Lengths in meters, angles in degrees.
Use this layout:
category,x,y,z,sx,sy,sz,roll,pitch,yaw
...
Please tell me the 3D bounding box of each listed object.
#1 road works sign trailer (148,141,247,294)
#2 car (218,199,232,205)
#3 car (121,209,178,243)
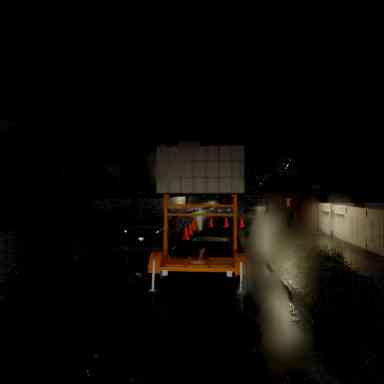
category,x,y,z,sx,sy,sz,roll,pitch,yaw
road works sign trailer,0.228,0.470,8.849,2.380,3.560,2.880,0,0,5
car,5.236,1.706,52.238,1.895,1.301,4.718,0,0,12
car,-1.854,1.567,16.500,2.033,1.411,5.357,0,0,6
